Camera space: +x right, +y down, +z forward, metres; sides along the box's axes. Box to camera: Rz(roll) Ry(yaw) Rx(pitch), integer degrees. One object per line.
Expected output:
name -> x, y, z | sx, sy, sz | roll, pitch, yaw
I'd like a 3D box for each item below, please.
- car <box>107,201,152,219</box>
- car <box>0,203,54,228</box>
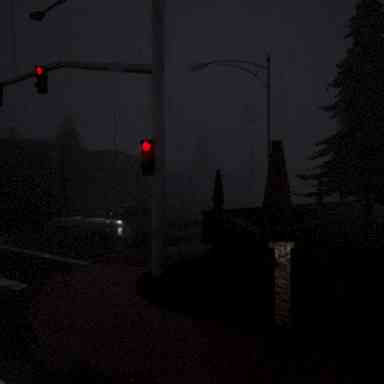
car -> -5.340, 1.517, 29.591 | 1.812, 1.442, 4.674 | 0, 0, 36
car -> -11.320, 1.496, 21.191 | 1.837, 1.490, 4.892 | 0, 0, 35
